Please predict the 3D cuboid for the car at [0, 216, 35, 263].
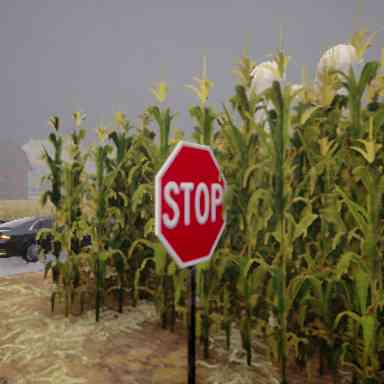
[{"bbox_3d":[-5.360,1.653,12.756,1.837,1.490,4.892,-3,-2,29],"label":"car"}]
